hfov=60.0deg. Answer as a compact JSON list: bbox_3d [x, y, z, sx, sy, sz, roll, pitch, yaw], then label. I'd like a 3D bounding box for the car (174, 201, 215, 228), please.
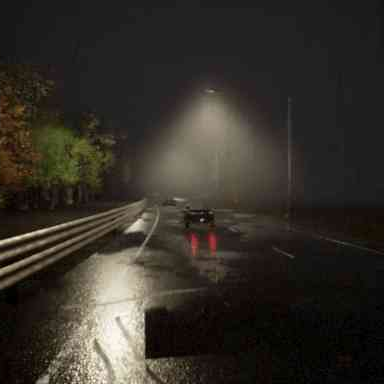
[{"bbox_3d":[0.262,1.464,22.069,2.128,1.511,4.902,0,0,-8],"label":"car"}]

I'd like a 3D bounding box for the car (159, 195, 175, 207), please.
[{"bbox_3d":[-3.509,1.465,49.734,1.994,1.385,4.181,0,0,-8],"label":"car"}]

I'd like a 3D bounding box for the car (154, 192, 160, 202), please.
[{"bbox_3d":[-6.421,1.364,71.081,2.128,1.511,4.902,0,0,-8],"label":"car"}]
